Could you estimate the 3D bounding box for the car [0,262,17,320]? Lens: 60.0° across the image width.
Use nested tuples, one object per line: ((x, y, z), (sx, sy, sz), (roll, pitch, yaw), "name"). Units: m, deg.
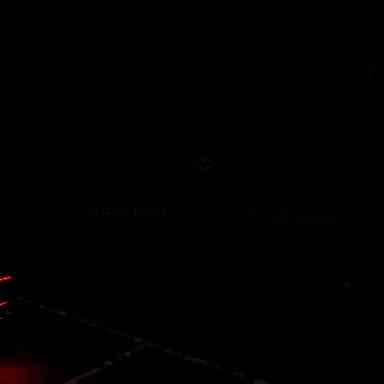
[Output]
((-5.137, 1.592, 6.207), (4.892, 1.490, 1.837), (-1, 0, 36), "car")
